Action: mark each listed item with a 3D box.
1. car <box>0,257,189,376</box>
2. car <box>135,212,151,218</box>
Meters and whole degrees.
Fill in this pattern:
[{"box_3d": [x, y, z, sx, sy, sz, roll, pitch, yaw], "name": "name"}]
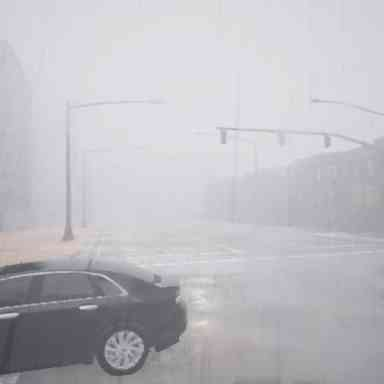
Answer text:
[{"box_3d": [-2.498, 1.838, 5.114, 4.892, 1.490, 1.837, -1, -3, -13], "name": "car"}, {"box_3d": [-12.954, 5.977, 87.466, 4.553, 1.767, 2.097, -4, -4, 42], "name": "car"}]
